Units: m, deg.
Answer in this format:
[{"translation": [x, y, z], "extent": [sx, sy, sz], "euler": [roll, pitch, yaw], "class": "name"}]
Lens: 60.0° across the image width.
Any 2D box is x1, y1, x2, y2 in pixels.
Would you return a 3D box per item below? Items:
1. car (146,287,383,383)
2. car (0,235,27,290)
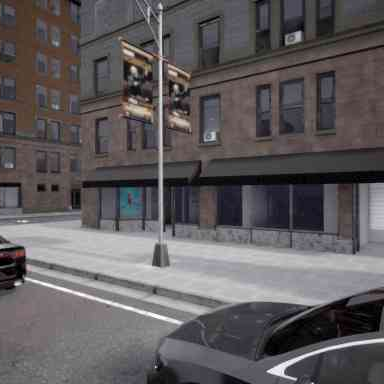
[{"translation": [1.823, 1.505, 2.388], "extent": [4.892, 1.490, 1.837], "euler": [0, 0, 35], "class": "car"}, {"translation": [-5.911, 1.478, 7.878], "extent": [5.008, 1.535, 1.882], "euler": [0, 0, 35], "class": "car"}]
